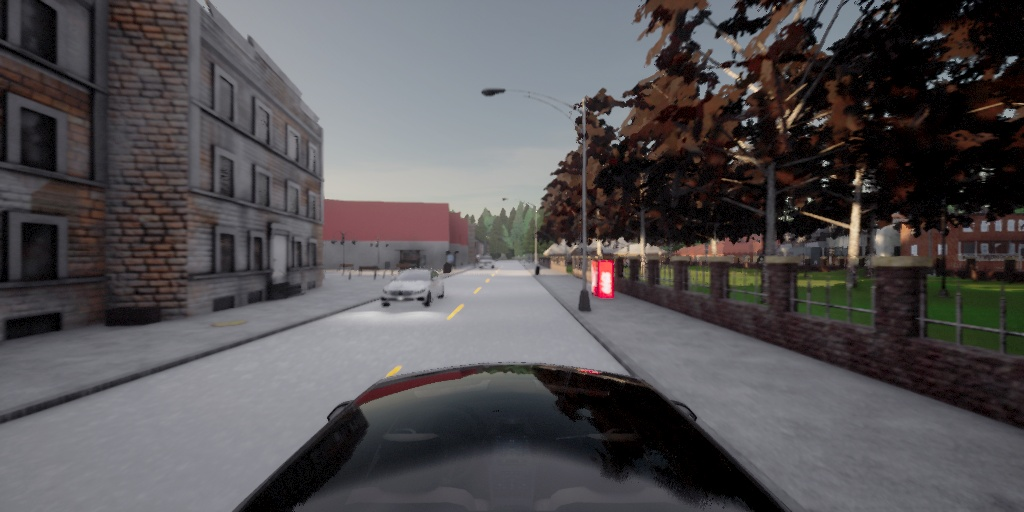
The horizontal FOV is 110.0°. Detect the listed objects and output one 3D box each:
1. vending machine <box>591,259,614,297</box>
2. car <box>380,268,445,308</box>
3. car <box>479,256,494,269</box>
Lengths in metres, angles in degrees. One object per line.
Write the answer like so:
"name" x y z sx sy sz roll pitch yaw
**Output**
"vending machine" 4.305 1.175 17.004 1.100 2.100 0.880 0 0 0
"car" -4.094 1.283 15.490 1.812 1.442 4.674 0 0 0
"car" -3.989 0.999 56.931 2.150 2.045 5.566 0 0 1
